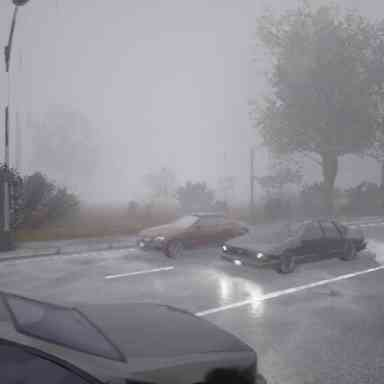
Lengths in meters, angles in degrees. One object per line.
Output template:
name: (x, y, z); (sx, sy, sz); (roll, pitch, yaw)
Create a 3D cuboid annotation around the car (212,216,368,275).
car: (3.448, 1.545, 10.617); (5.357, 1.411, 2.033); (0, 0, -34)

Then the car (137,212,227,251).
car: (0.220, 1.520, 12.630); (4.674, 1.442, 1.812); (0, 0, -35)

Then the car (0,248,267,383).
car: (-1.897, 1.545, 2.383); (5.357, 1.411, 2.033); (0, 0, -35)
